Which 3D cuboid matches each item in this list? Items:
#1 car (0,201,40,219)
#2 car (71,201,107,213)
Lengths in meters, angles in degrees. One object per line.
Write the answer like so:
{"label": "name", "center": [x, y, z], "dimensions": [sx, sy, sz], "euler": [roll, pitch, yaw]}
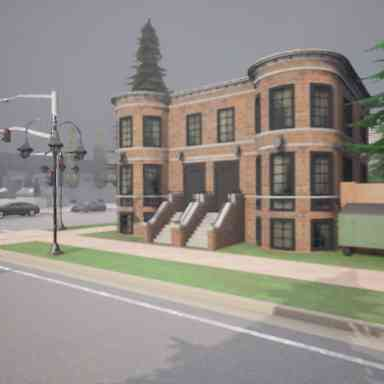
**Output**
{"label": "car", "center": [-17.044, 1.672, 31.625], "dimensions": [1.837, 1.490, 4.892], "euler": [0, 0, 35]}
{"label": "car", "center": [-12.078, 1.732, 39.030], "dimensions": [1.994, 1.385, 4.181], "euler": [0, 0, 32]}
